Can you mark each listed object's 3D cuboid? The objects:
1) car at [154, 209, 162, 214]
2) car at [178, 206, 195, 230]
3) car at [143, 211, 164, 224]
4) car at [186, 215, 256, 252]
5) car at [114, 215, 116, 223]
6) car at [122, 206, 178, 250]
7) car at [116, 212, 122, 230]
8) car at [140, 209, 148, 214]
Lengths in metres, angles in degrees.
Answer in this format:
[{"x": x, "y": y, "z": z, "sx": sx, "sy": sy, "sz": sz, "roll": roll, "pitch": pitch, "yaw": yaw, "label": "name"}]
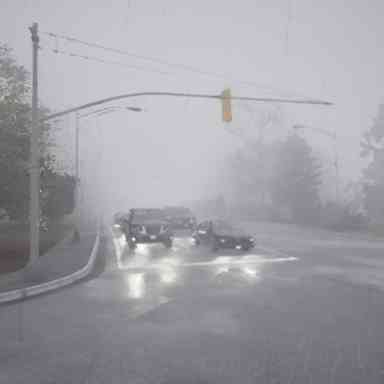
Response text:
[{"x": -9.139, "y": 5.168, "z": 88.590, "sx": 1.895, "sy": 1.301, "sz": 4.718, "roll": 0, "pitch": -2, "yaw": -7, "label": "car"}, {"x": -1.149, "y": 2.206, "z": 27.148, "sx": 2.150, "sy": 2.045, "sz": 5.566, "roll": 0, "pitch": -2, "yaw": -15, "label": "car"}, {"x": -4.702, "y": 3.027, "z": 40.014, "sx": 1.812, "sy": 1.442, "sz": 4.674, "roll": 0, "pitch": -2, "yaw": -15, "label": "car"}, {"x": 1.415, "y": 2.158, "z": 17.310, "sx": 2.033, "sy": 1.411, "sz": 5.357, "roll": 0, "pitch": -2, "yaw": -14, "label": "car"}, {"x": -8.340, "y": 3.086, "z": 40.033, "sx": 2.033, "sy": 1.411, "sz": 5.357, "roll": 0, "pitch": -2, "yaw": -15, "label": "car"}, {"x": -2.516, "y": 1.912, "z": 18.570, "sx": 2.150, "sy": 2.045, "sz": 5.566, "roll": 0, "pitch": -2, "yaw": -14, "label": "car"}, {"x": -5.050, "y": 2.548, "z": 28.147, "sx": 2.128, "sy": 1.511, "sz": 4.902, "roll": 0, "pitch": -2, "yaw": -15, "label": "car"}, {"x": -12.453, "y": 5.076, "z": 87.076, "sx": 2.033, "sy": 1.411, "sz": 5.357, "roll": 0, "pitch": -2, "yaw": -7, "label": "car"}]
